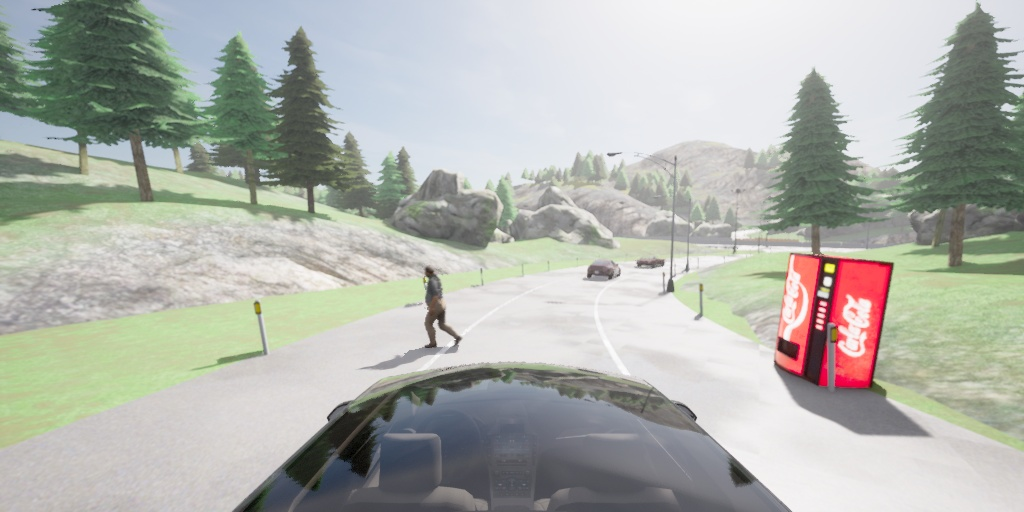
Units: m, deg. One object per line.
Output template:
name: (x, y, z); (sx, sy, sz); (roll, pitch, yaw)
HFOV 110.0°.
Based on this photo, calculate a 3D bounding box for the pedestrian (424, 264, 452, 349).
pedestrian: (-1.624, 1.023, 7.539); (0.375, 1.860, 0.375); (-4, 5, 7)

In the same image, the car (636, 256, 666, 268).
car: (15.749, 0.603, 40.484); (1.895, 1.301, 4.718); (4, 5, 40)

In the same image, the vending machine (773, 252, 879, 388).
vending machine: (5.208, 0.984, 6.111); (1.100, 2.100, 0.880); (0, 0, 6)

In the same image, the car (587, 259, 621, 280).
car: (7.166, 0.964, 27.803); (1.812, 1.442, 4.674); (3, 2, 28)
